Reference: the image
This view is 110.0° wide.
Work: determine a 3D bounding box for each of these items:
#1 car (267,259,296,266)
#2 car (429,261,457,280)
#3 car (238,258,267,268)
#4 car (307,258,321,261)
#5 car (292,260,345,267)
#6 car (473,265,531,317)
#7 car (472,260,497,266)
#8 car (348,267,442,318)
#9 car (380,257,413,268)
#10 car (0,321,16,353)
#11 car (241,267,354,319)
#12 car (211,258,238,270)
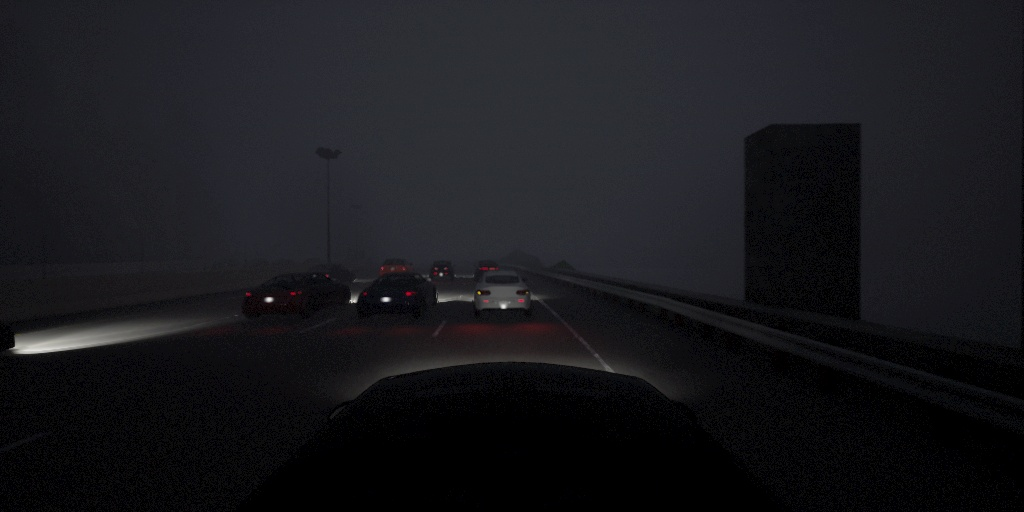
[{"bbox_3d":[-31.993,1.072,50.498,2.033,1.411,5.357,0,0,-16],"label":"car"},{"bbox_3d":[-5.586,1.098,28.892,1.837,1.490,4.892,0,0,-8],"label":"car"},{"bbox_3d":[-35.574,1.028,50.086,2.128,1.511,4.902,0,0,-16],"label":"car"},{"bbox_3d":[-28.823,1.012,51.957,1.837,1.490,4.892,0,1,-16],"label":"car"},{"bbox_3d":[-11.867,1.191,23.394,2.033,1.411,5.357,0,0,-7],"label":"car"},{"bbox_3d":[-0.394,1.207,12.799,1.812,1.442,4.674,0,0,-4],"label":"car"},{"bbox_3d":[-2.065,1.089,28.965,1.837,1.490,4.892,0,0,-8],"label":"car"},{"bbox_3d":[-3.883,1.255,12.696,1.994,1.385,4.181,0,0,-4],"label":"car"},{"bbox_3d":[-9.069,0.957,28.461,2.097,1.767,4.553,0,0,-8],"label":"car"},{"bbox_3d":[-10.541,1.319,5.078,1.994,1.385,4.181,0,0,-1],"label":"car"},{"bbox_3d":[-7.383,1.263,12.716,1.994,1.385,4.181,0,0,-4],"label":"car"},{"bbox_3d":[-38.837,1.058,48.841,1.837,1.490,4.892,0,0,-16],"label":"car"}]
